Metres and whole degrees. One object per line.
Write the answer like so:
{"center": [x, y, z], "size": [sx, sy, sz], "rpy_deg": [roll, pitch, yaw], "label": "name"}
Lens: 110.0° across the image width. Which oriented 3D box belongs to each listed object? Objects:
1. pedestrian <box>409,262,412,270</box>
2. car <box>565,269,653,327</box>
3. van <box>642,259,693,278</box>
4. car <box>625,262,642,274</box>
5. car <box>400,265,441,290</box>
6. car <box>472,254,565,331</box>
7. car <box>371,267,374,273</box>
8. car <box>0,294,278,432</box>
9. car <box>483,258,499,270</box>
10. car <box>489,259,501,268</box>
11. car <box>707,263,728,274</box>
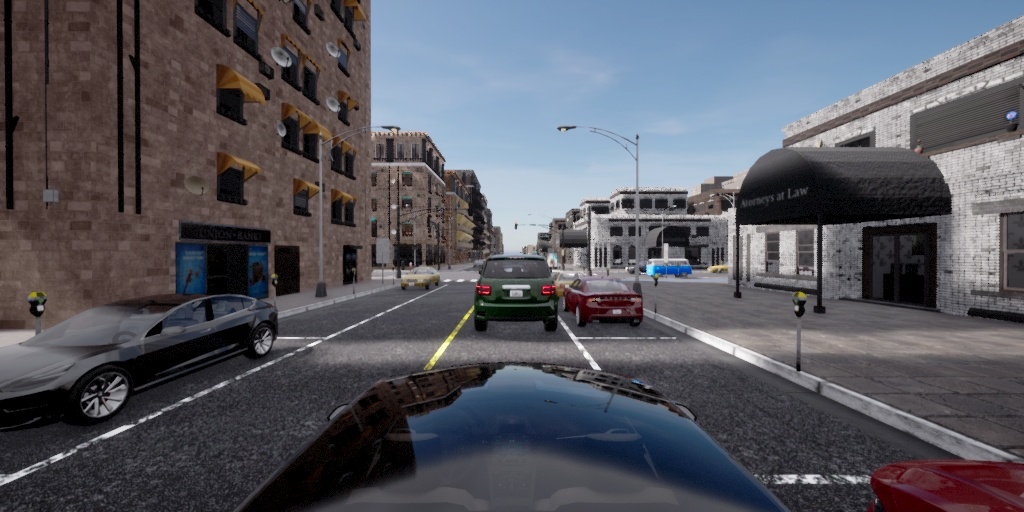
{"center": [-12.595, 1.211, 44.699], "size": [0.500, 1.100, 0.500], "rpy_deg": [0, 0, 0], "label": "pedestrian"}
{"center": [2.697, 1.294, 11.404], "size": [1.888, 1.381, 4.507], "rpy_deg": [0, 0, 0], "label": "car"}
{"center": [14.682, 1.164, 33.558], "size": [3.998, 1.789, 1.690], "rpy_deg": [0, 0, 0], "label": "van"}
{"center": [14.957, 1.276, 39.358], "size": [4.902, 1.511, 2.128], "rpy_deg": [0, 0, -2], "label": "car"}
{"center": [-5.674, 1.278, 22.639], "size": [1.751, 1.417, 4.829], "rpy_deg": [0, 0, 0], "label": "car"}
{"center": [0.105, 0.971, 11.076], "size": [2.150, 2.045, 5.566], "rpy_deg": [0, 0, 0], "label": "car"}
{"center": [-16.453, 1.343, 35.938], "size": [4.718, 1.301, 1.895], "rpy_deg": [0, 0, 0], "label": "car"}
{"center": [-5.688, 1.315, 5.720], "size": [1.948, 1.339, 4.313], "rpy_deg": [0, 0, 0], "label": "car"}
{"center": [-3.046, 1.123, 52.587], "size": [2.097, 1.767, 4.553], "rpy_deg": [0, 0, 0], "label": "car"}
{"center": [-3.008, 1.284, 63.565], "size": [1.837, 1.490, 4.892], "rpy_deg": [0, 1, 0], "label": "car"}
{"center": [25.518, 1.320, 42.010], "size": [4.829, 1.417, 1.751], "rpy_deg": [0, 0, 0], "label": "car"}
